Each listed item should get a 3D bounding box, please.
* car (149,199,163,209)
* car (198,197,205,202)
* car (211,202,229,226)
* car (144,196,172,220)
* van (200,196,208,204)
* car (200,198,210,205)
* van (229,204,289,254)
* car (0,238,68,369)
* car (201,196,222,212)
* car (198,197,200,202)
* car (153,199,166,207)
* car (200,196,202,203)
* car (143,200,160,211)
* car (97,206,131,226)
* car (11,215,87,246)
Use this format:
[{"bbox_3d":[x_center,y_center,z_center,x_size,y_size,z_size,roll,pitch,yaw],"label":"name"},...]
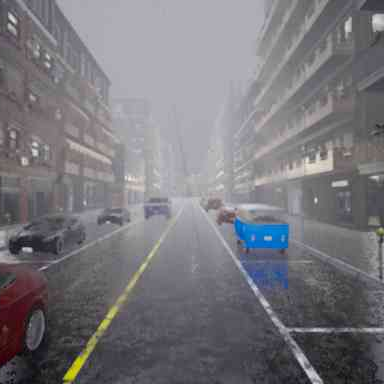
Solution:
[{"bbox_3d":[-5.694,1.888,52.661,1.802,1.307,4.206,1,0,0],"label":"car"},{"bbox_3d":[2.677,2.062,91.791,1.752,1.417,4.829,1,0,0],"label":"car"},{"bbox_3d":[2.694,1.688,24.769,1.887,1.381,4.507,1,0,0],"label":"car"},{"bbox_3d":[-3.011,1.386,30.871,2.150,2.045,5.566,0,-1,0],"label":"car"},{"bbox_3d":[2.685,1.778,74.909,1.690,1.788,3.998,1,0,0],"label":"van"},{"bbox_3d":[2.683,1.949,69.338,1.887,1.381,4.507,1,0,0],"label":"car"},{"bbox_3d":[2.699,1.421,13.629,1.690,1.788,3.998,1,0,0],"label":"van"},{"bbox_3d":[-3.094,1.546,3.400,1.812,1.442,4.674,0,0,0],"label":"car"},{"bbox_3d":[2.693,1.556,41.484,2.192,1.841,5.009,1,0,0],"label":"car"},{"bbox_3d":[2.688,1.686,63.768,2.192,1.841,5.009,1,0,0],"label":"car"},{"bbox_3d":[-5.695,1.921,58.233,1.802,1.307,4.206,1,0,0],"label":"car"},{"bbox_3d":[2.692,1.588,47.054,2.192,1.841,5.009,1,0,0],"label":"car"},{"bbox_3d":[-5.692,1.818,47.091,1.887,1.381,4.507,1,0,0],"label":"car"},{"bbox_3d":[-5.686,1.710,24.806,1.947,1.339,4.313,1,0,0],"label":"car"},{"bbox_3d":[-5.683,1.646,13.665,1.947,1.339,4.313,1,0,0],"label":"car"}]
